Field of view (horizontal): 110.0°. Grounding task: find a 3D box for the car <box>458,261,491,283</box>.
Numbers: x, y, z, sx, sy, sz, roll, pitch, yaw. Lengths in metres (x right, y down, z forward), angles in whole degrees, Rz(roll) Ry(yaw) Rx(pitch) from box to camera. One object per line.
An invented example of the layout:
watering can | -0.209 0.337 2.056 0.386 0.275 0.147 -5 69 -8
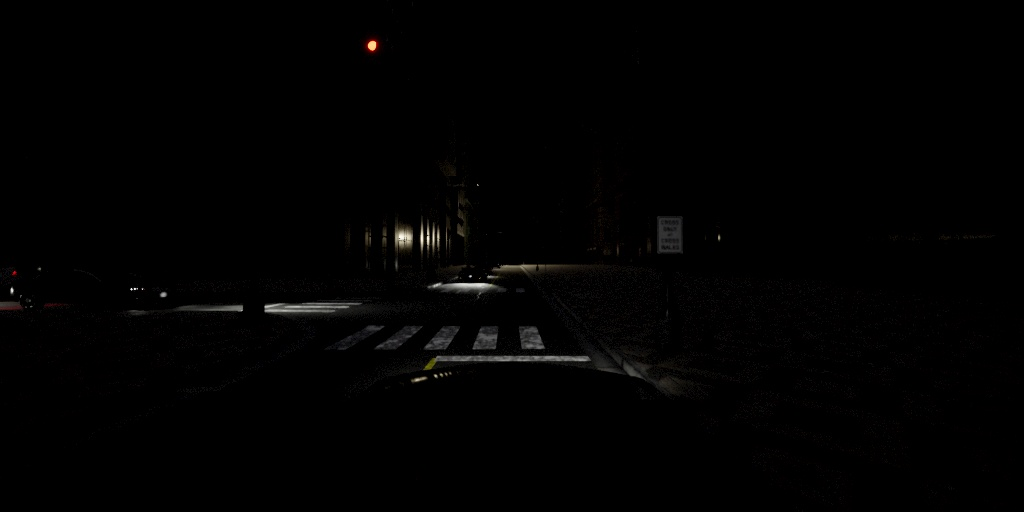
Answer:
car | -3.031 1.327 28.450 1.994 1.385 4.181 0 0 1

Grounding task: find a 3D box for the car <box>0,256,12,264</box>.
car | -26.610 0.947 16.654 5.566 2.045 2.150 0 -1 1

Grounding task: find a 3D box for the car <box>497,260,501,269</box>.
car | -2.916 1.367 58.500 1.837 1.490 4.892 0 -1 1

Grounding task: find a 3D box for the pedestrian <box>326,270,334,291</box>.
pedestrian | -9.967 0.974 19.633 0.375 1.860 0.375 0 -1 0

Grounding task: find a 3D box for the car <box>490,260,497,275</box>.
car | -3.015 1.334 38.996 2.033 1.411 5.357 0 0 0

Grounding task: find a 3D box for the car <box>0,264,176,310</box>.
car | -15.477 1.177 13.413 4.902 1.511 2.128 0 -1 0
